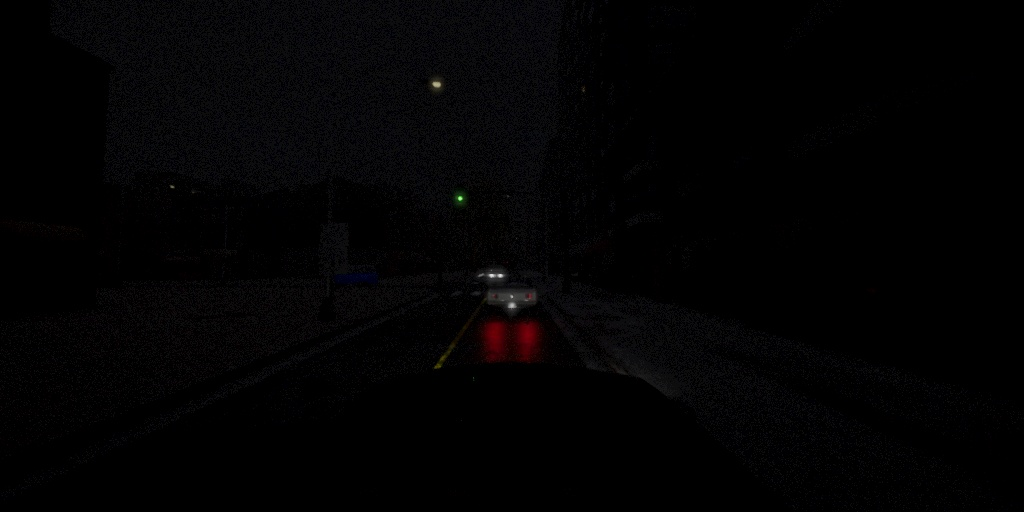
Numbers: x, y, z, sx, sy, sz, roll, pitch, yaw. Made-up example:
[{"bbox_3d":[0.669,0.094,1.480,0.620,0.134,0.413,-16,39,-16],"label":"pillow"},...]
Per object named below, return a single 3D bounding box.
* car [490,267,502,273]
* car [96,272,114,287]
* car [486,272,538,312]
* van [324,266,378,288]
[{"bbox_3d":[-2.794,2.572,63.619,1.895,1.301,4.718,0,-2,1],"label":"car"},{"bbox_3d":[-34.794,1.907,28.958,4.207,1.307,1.802,0,0,0],"label":"car"},{"bbox_3d":[0.019,1.527,15.174,1.895,1.301,4.718,0,-1,1],"label":"car"},{"bbox_3d":[-12.927,1.654,28.916,3.998,1.789,1.690,0,0,0],"label":"van"}]
